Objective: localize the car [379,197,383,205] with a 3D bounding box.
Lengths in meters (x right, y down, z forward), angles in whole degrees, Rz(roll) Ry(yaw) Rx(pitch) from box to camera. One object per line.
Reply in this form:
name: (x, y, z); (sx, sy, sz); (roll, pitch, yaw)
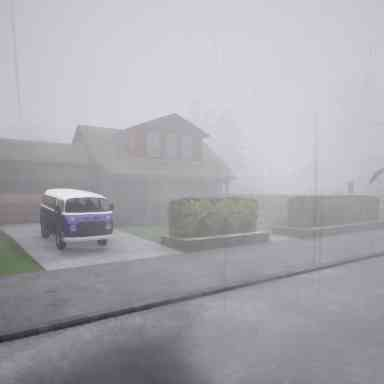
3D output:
car: (24.718, 0.985, 41.453); (3.866, 1.878, 1.905); (0, 0, 0)
